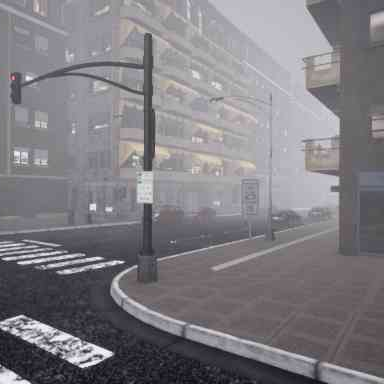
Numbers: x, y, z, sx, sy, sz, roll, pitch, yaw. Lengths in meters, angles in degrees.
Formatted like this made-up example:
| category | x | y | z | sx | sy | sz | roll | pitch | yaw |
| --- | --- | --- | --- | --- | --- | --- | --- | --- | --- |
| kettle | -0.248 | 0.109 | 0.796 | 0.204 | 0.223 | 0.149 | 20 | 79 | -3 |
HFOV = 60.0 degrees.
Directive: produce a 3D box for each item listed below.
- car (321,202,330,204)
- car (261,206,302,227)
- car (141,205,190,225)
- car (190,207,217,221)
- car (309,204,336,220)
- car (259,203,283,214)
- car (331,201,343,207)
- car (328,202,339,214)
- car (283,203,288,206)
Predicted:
| category | x | y | z | sx | sy | sz | roll | pitch | yaw |
| --- | --- | --- | --- | --- | --- | --- | --- | --- | --- |
| car | 19.502 | 2.545 | 48.921 | 1.895 | 1.301 | 4.718 | 0 | -1 | 35 |
| car | 7.692 | 2.095 | 27.444 | 1.947 | 1.339 | 4.313 | -1 | -2 | 35 |
| car | -2.372 | 1.821 | 27.527 | 1.967 | 1.590 | 4.097 | -1 | -1 | 35 |
| car | 0.863 | 2.063 | 32.185 | 1.802 | 1.307 | 4.206 | -1 | -1 | 35 |
| car | 14.164 | 2.295 | 36.767 | 1.947 | 1.339 | 4.313 | -1 | -2 | 35 |
| car | 10.569 | 2.326 | 46.170 | 1.887 | 1.381 | 4.507 | -1 | -1 | 35 |
| car | 36.428 | 3.021 | 83.483 | 1.967 | 1.590 | 4.097 | -1 | -1 | 35 |
| car | 20.732 | 2.458 | 46.231 | 1.752 | 1.417 | 4.829 | -1 | -2 | 35 |
| car | 13.708 | 2.404 | 50.692 | 1.752 | 1.417 | 4.829 | -1 | -1 | 35 |
